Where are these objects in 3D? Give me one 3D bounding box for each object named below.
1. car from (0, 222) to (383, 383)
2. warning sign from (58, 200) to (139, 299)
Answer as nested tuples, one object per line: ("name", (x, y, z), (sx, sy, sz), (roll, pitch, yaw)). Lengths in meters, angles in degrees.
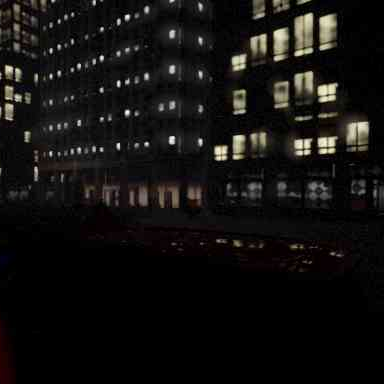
("car", (-0.742, 1.319, 3.397), (5.009, 1.841, 2.192), (0, 0, 35))
("warning sign", (-2.008, 1.125, 7.231), (1.060, 1.860, 1.300), (0, 0, 35))
